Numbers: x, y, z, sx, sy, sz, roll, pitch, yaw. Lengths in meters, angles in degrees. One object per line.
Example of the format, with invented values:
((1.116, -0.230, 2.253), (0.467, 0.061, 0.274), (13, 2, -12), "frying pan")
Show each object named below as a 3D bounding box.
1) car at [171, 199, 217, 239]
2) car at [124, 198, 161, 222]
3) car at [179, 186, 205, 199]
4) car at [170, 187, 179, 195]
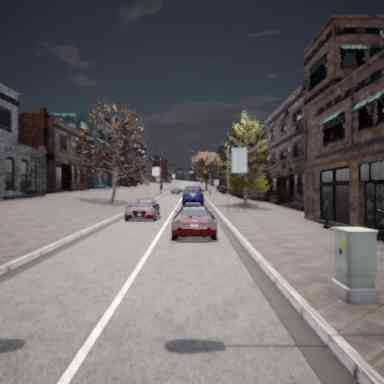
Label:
((0.102, 1.270, 15.452), (1.994, 1.385, 4.181), (0, 2, 0), "car")
((-3.097, 1.092, 21.558), (1.994, 1.385, 4.181), (0, 2, 0), "car")
((0.100, 0.391, 33.823), (2.150, 2.045, 5.566), (0, 2, 0), "car")
((-3.037, -0.180, 62.988), (1.837, 1.490, 4.892), (0, 2, 0), "car")
